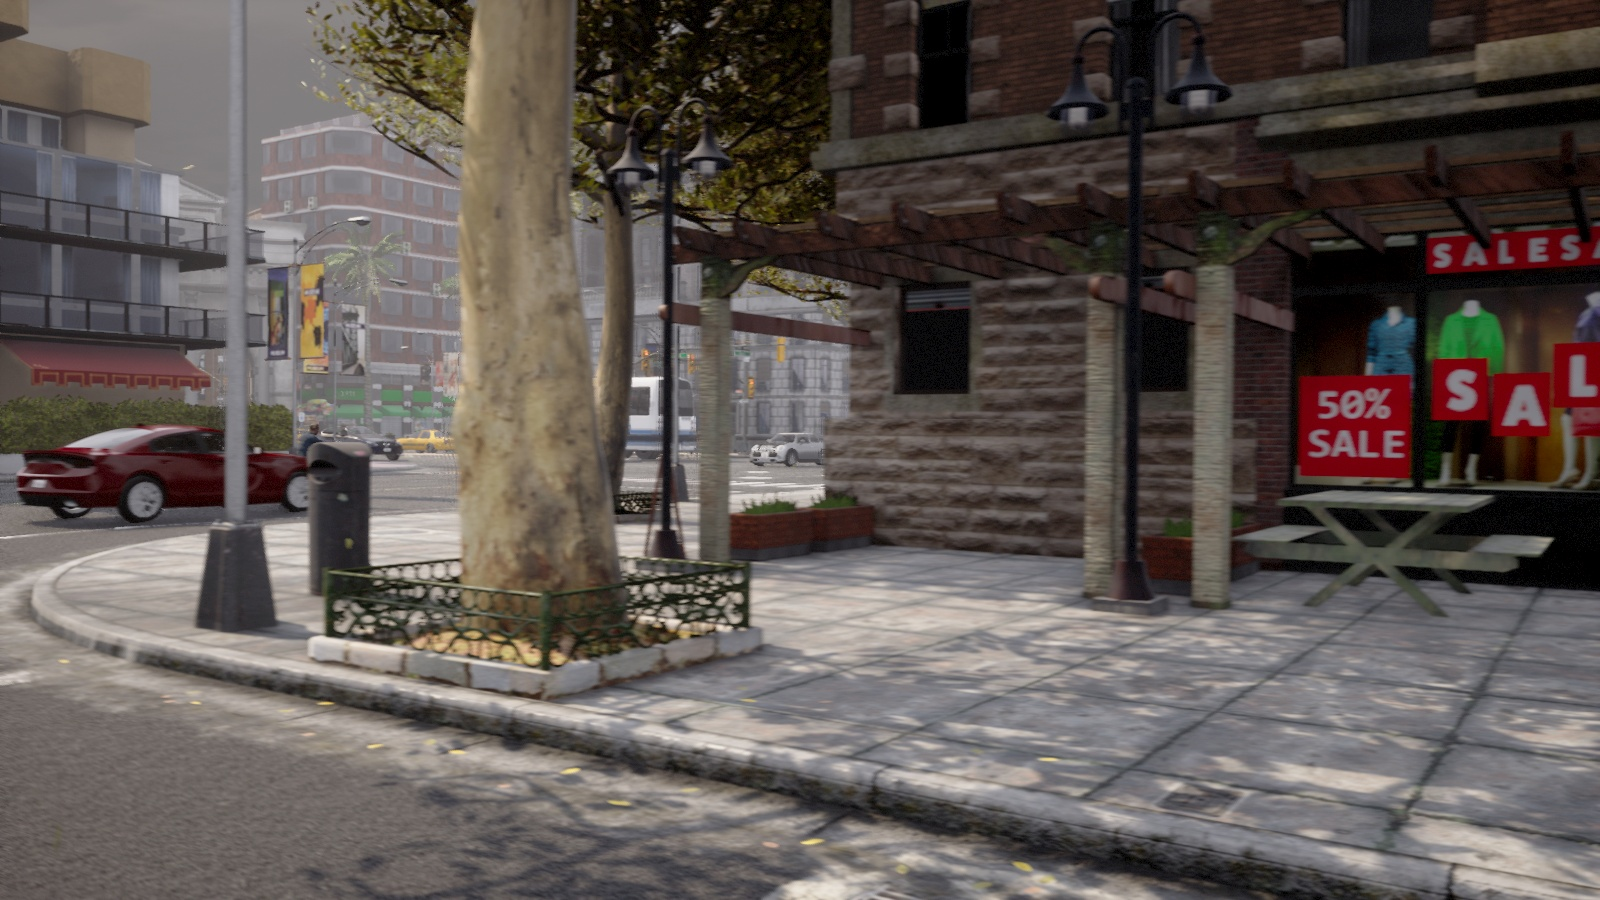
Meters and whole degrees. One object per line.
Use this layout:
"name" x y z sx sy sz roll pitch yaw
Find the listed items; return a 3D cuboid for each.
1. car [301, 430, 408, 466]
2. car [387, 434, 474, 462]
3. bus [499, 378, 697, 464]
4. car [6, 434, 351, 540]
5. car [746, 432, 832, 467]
"car" -21.045 -0.107 59.222 5.027 1.651 2.152 0 1 34
"car" -21.628 -0.136 73.430 5.366 1.575 1.801 0 1 34
"bus" -10.724 -1.451 66.138 10.273 4.253 3.944 0 1 34
"car" -10.121 0.515 20.959 1.882 1.535 5.008 0 1 27
"car" -0.454 -0.047 54.783 1.970 1.475 3.806 0 1 33
